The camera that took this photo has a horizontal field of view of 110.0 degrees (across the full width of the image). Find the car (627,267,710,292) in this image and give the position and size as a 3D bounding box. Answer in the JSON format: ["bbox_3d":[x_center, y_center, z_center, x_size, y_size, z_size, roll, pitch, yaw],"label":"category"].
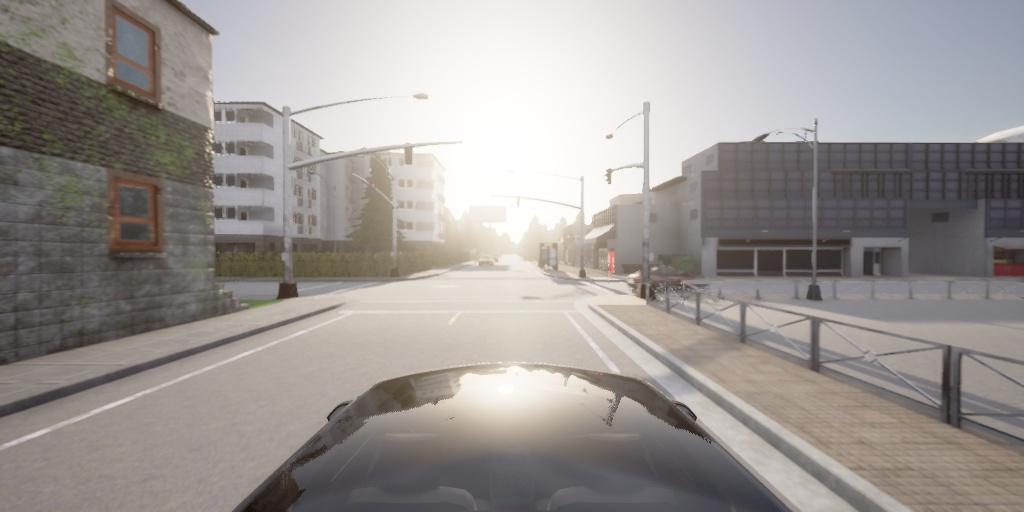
[{"bbox_3d":[8.594,1.291,19.880,4.181,1.385,1.994,0,1,0],"label":"car"}]

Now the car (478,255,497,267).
[{"bbox_3d":[-3.509,0.626,49.035,1.882,1.535,5.008,0,1,0],"label":"car"}]
